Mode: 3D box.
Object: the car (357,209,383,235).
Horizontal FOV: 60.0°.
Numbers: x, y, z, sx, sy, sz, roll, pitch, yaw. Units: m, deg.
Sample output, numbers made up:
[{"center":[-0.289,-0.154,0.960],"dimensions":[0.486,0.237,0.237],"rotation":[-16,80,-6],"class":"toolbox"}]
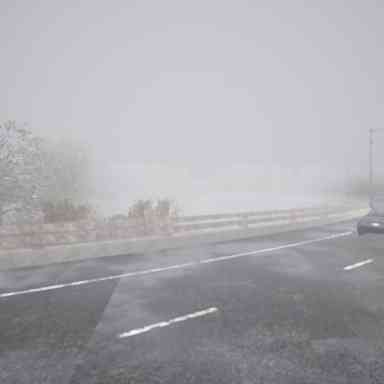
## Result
[{"center":[10.561,1.596,18.068],"dimensions":[1.994,1.385,4.181],"rotation":[0,0,44],"class":"car"}]
